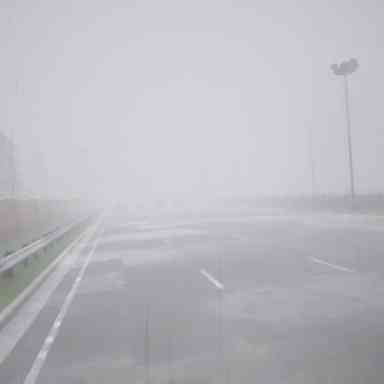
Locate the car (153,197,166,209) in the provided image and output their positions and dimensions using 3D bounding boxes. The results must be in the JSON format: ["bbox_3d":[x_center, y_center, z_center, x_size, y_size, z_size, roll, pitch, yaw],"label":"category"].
[{"bbox_3d":[-6.131,2.162,62.158,2.097,1.767,4.553,-3,0,-13],"label":"car"}]

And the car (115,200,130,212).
[{"bbox_3d":[-12.599,2.694,59.142,1.837,1.490,4.892,-3,0,-13],"label":"car"}]

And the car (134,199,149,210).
[{"bbox_3d":[-9.501,2.517,61.269,1.837,1.490,4.892,-3,0,-13],"label":"car"}]

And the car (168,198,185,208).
[{"bbox_3d":[-2.594,2.086,62.404,2.128,1.511,4.902,-3,0,-13],"label":"car"}]

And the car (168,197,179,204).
[{"bbox_3d":[-4.951,2.273,88.235,2.097,1.767,4.553,-3,0,-13],"label":"car"}]
